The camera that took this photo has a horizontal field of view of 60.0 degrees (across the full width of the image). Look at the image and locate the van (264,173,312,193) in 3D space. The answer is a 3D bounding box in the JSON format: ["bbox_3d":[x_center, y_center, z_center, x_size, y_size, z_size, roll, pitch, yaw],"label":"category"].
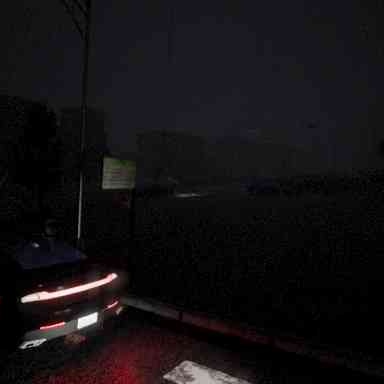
[{"bbox_3d":[11.125,-0.814,38.696,4.442,1.987,1.878,4,7,31],"label":"van"}]

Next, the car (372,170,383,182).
[{"bbox_3d":[34.455,-2.733,57.500,5.566,2.045,2.435,4,7,30],"label":"car"}]

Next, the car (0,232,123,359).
[{"bbox_3d":[-3.352,1.459,5.841,4.902,1.511,2.128,1,1,36],"label":"car"}]

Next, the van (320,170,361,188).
[{"bbox_3d":[20.522,-1.563,46.131,4.442,1.987,1.878,4,7,31],"label":"van"}]

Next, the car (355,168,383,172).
[{"bbox_3d":[29.814,-2.350,53.688,5.566,2.045,2.435,4,7,31],"label":"car"}]

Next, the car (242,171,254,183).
[{"bbox_3d":[7.697,-2.468,58.295,5.008,1.535,2.097,2,5,30],"label":"car"}]

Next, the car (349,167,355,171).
[{"bbox_3d":[36.927,-4.843,82.717,5.008,1.535,2.097,2,5,30],"label":"car"}]

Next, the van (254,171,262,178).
[{"bbox_3d":[9.841,-2.885,60.222,4.442,1.987,1.878,2,6,30],"label":"van"}]

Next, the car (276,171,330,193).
[{"bbox_3d":[13.345,-1.034,40.619,5.566,2.045,2.435,4,7,31],"label":"car"}]

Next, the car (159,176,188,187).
[{"bbox_3d":[-3.531,-1.478,48.779,4.674,1.452,2.002,2,5,29],"label":"car"}]

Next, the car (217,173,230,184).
[{"bbox_3d":[3.179,-2.060,54.502,4.792,1.488,2.163,2,6,30],"label":"car"}]

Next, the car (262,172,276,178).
[{"bbox_3d":[12.350,-2.842,61.979,5.366,1.575,1.946,2,5,30],"label":"car"}]

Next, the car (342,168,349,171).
[{"bbox_3d":[34.680,-4.681,80.840,5.008,1.535,2.097,2,6,30],"label":"car"}]

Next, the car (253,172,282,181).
[{"bbox_3d":[14.425,-3.034,63.963,5.008,1.535,2.097,2,5,30],"label":"car"}]

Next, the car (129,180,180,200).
[{"bbox_3d":[-4.072,-0.106,33.983,4.902,1.511,2.128,-4,7,-40],"label":"car"}]

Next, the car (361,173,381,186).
[{"bbox_3d":[25.114,-1.720,49.945,4.892,1.521,2.231,4,7,31],"label":"car"}]

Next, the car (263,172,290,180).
[{"bbox_3d":[16.700,-3.191,65.828,4.792,1.488,2.163,2,5,30],"label":"car"}]

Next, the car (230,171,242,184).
[{"bbox_3d":[5.476,-2.402,56.360,4.553,1.767,2.185,2,6,30],"label":"car"}]

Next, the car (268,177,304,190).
[{"bbox_3d":[12.947,-1.260,45.921,1.812,1.442,4.674,-4,6,-34],"label":"car"}]

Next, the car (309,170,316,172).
[{"bbox_3d":[23.418,-3.782,71.473,4.892,1.521,2.231,2,6,30],"label":"car"}]

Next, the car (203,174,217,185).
[{"bbox_3d":[0.983,-2.022,52.555,4.553,1.767,2.185,2,6,30],"label":"car"}]

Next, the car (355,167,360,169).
[{"bbox_3d":[39.030,-5.011,84.674,5.366,1.575,1.946,2,5,30],"label":"car"}]

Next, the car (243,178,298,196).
[{"bbox_3d":[8.673,-0.410,36.927,5.008,1.535,2.097,4,7,31],"label":"car"}]

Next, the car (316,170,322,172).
[{"bbox_3d":[25.668,-3.971,73.352,5.008,1.535,2.097,2,6,30],"label":"car"}]

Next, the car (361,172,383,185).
[{"bbox_3d":[27.473,-1.880,51.825,4.792,1.488,2.163,4,7,31],"label":"car"}]

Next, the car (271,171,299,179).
[{"bbox_3d":[18.916,-3.410,67.730,5.008,1.535,2.097,2,5,30],"label":"car"}]

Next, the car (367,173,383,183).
[{"bbox_3d":[32.116,-2.292,55.633,4.892,1.521,2.231,4,7,30],"label":"car"}]

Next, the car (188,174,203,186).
[{"bbox_3d":[-1.259,-1.678,50.670,4.792,1.488,2.163,2,5,29],"label":"car"}]

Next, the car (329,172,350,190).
[{"bbox_3d":[18.045,-1.284,44.354,4.553,1.767,2.185,4,7,31],"label":"car"}]
